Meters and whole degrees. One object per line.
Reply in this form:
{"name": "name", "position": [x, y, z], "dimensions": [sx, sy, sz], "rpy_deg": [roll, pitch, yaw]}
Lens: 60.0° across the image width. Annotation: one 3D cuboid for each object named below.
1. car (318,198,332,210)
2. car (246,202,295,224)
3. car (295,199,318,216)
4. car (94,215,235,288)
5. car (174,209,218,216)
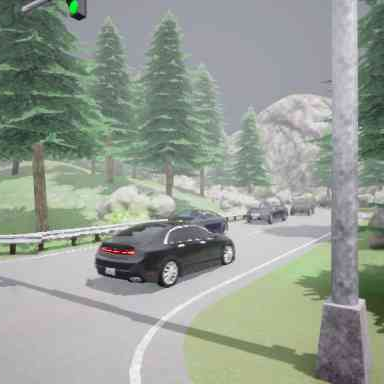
{"name": "car", "position": [18.123, 1.547, 43.634], "dimensions": [2.128, 1.511, 4.902], "rpy_deg": [1, 0, -4]}
{"name": "car", "position": [5.717, 1.507, 25.006], "dimensions": [2.128, 1.511, 4.902], "rpy_deg": [0, 0, 34]}
{"name": "car", "position": [11.230, 1.520, 33.608], "dimensions": [1.837, 1.490, 4.892], "rpy_deg": [0, 0, 27]}
{"name": "car", "position": [-0.472, 1.587, 9.458], "dimensions": [1.837, 1.490, 4.892], "rpy_deg": [0, -1, 34]}
{"name": "car", "position": [0.139, 1.579, 16.772], "dimensions": [1.994, 1.385, 4.181], "rpy_deg": [0, 0, 34]}
